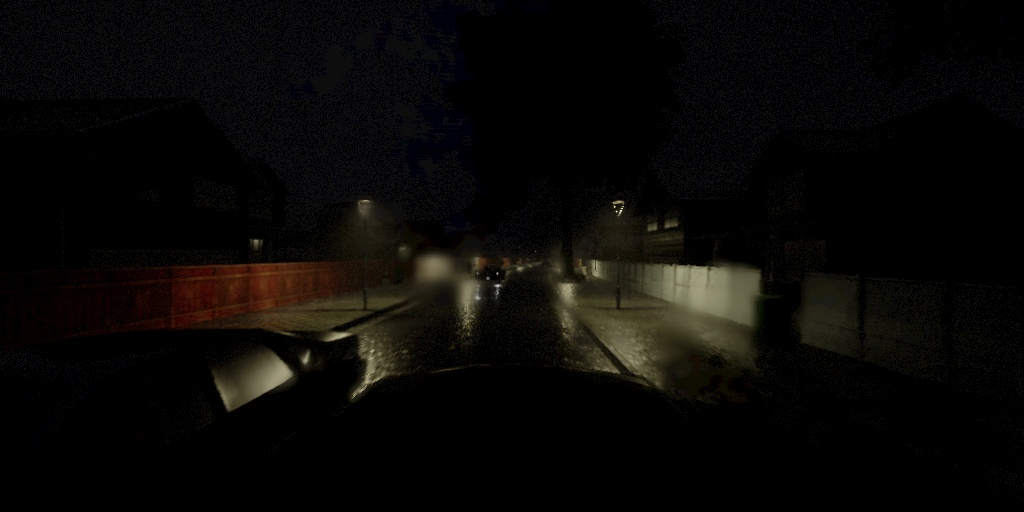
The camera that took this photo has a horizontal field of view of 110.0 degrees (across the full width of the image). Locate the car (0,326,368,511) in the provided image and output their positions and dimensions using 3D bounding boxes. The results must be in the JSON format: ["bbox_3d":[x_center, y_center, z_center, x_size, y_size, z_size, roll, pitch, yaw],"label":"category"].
[{"bbox_3d":[-2.816,1.292,2.364,2.033,1.411,5.357,0,0,1],"label":"car"}]

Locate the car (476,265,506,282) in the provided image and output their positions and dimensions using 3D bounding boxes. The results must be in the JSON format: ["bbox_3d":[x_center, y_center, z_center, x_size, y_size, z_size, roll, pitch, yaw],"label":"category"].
[{"bbox_3d":[-1.610,1.361,28.847,1.895,1.301,4.718,0,0,5],"label":"car"}]
